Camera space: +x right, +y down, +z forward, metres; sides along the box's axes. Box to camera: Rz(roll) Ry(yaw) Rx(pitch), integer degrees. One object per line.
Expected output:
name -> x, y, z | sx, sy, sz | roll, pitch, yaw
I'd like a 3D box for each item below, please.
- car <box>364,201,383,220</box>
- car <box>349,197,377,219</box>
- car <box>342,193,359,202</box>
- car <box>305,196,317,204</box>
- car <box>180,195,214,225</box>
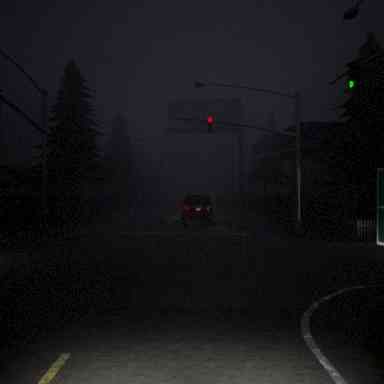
car -> 18.718, 1.672, 30.616 | 4.611, 1.667, 2.242 | 0, 0, 0
car -> 14.387, 1.505, 24.949 | 3.866, 1.878, 1.905 | 0, 0, 0
car -> 34.960, 1.490, 71.792 | 2.007, 1.523, 4.514 | 0, 0, 0
car -> 22.550, 1.553, 64.010 | 1.970, 1.475, 3.806 | 0, 0, 0
car -> 0.358, 1.220, 24.393 | 2.150, 2.045, 5.566 | 0, 0, -1
